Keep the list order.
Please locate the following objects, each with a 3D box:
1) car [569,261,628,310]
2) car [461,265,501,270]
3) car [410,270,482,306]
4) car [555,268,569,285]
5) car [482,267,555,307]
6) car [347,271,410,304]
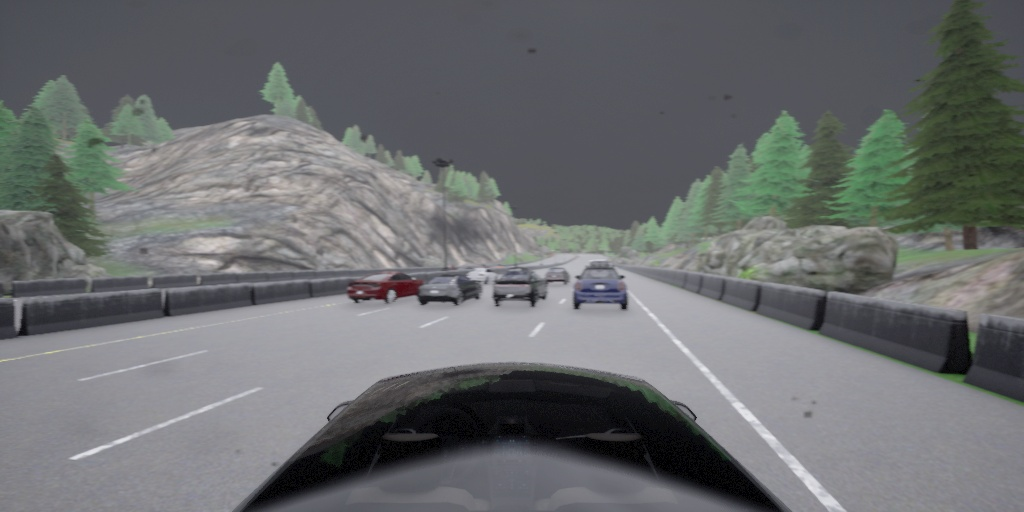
[{"bbox_3d":[3.839,1.241,15.690,2.097,1.767,4.553,-1,-1,14],"label":"car"},{"bbox_3d":[-2.740,1.811,33.075,1.812,1.442,4.674,-1,-1,14],"label":"car"},{"bbox_3d":[-2.898,1.563,17.597,1.994,1.385,4.181,-1,-1,14],"label":"car"},{"bbox_3d":[3.960,1.722,31.017,2.033,1.411,5.357,-1,-1,14],"label":"car"},{"bbox_3d":[0.496,1.439,16.740,2.128,1.511,4.902,-1,-1,14],"label":"car"},{"bbox_3d":[-6.263,1.531,18.563,1.882,1.535,5.008,-1,-1,14],"label":"car"}]
